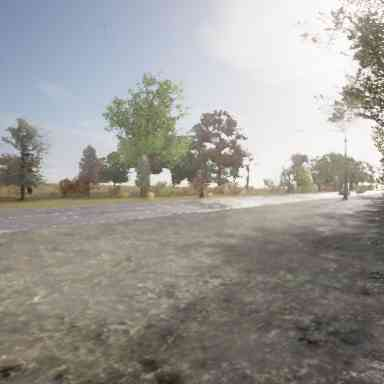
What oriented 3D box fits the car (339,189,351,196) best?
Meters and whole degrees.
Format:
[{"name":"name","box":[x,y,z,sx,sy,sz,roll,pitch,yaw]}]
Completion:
[{"name":"car","box":[34.863,0.082,75.727,2.033,1.411,5.357,0,1,35]}]
